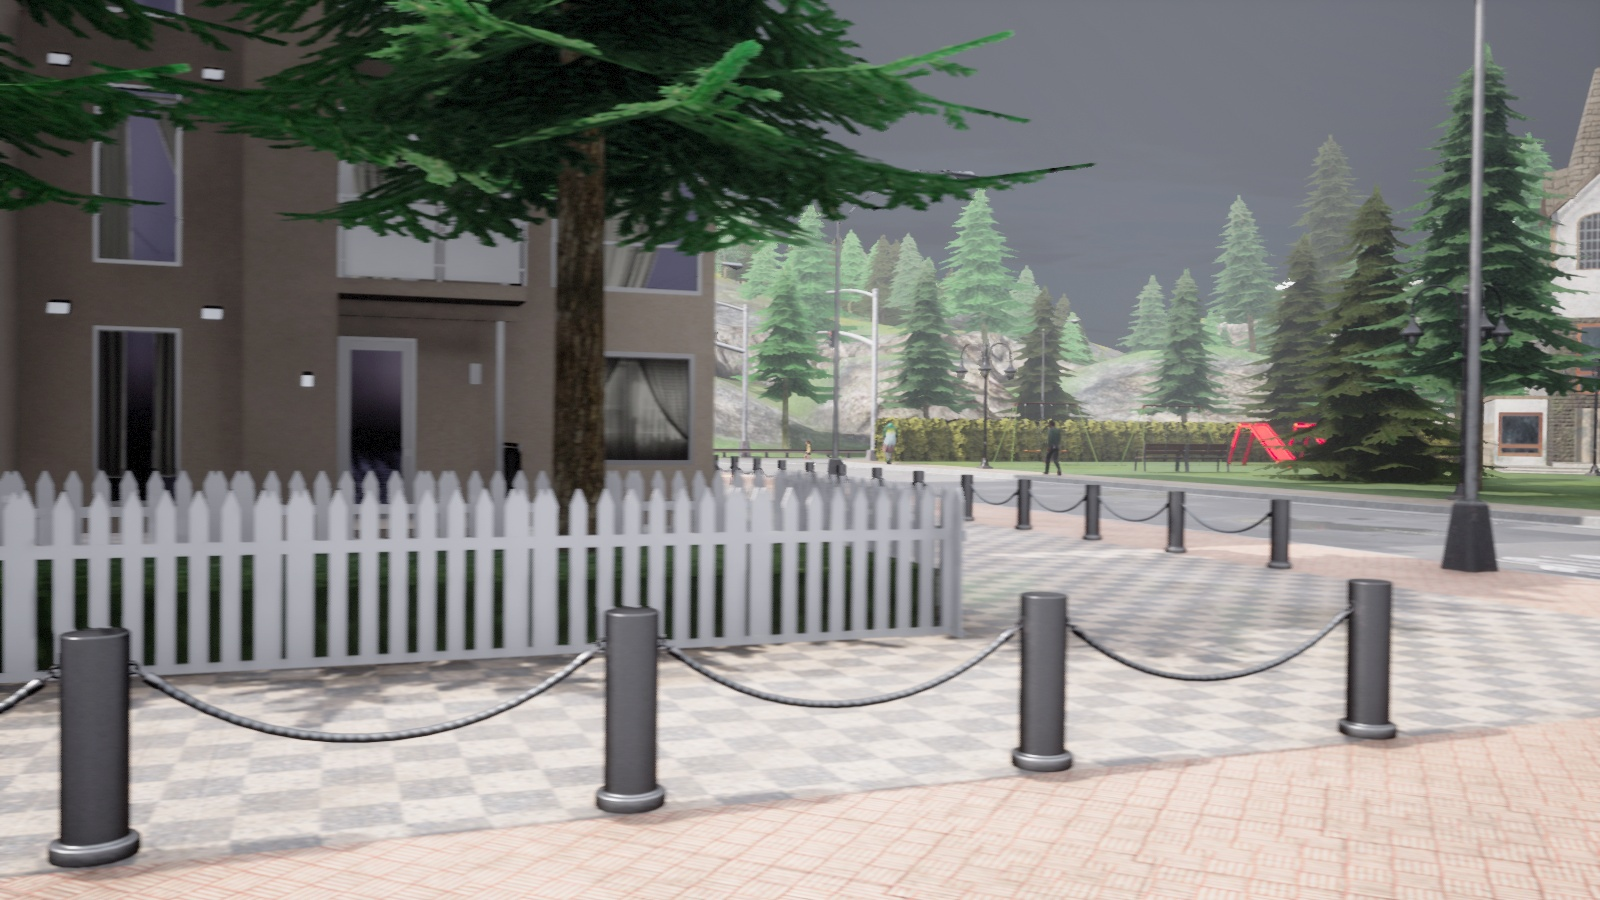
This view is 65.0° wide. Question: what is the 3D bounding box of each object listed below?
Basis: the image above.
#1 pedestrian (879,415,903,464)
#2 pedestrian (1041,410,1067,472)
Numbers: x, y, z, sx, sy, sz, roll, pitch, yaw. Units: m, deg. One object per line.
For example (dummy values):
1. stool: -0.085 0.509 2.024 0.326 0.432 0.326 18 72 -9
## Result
1. pedestrian: 3.681 -0.424 50.872 0.659 1.952 0.873 -1 1 -21
2. pedestrian: 8.068 -0.294 39.936 0.423 1.949 0.788 -1 1 -21
